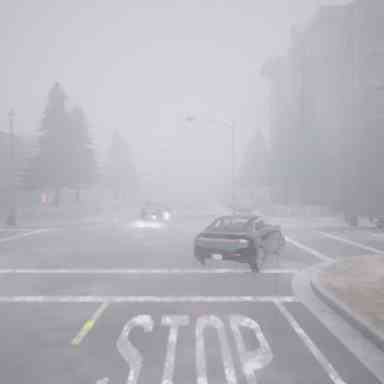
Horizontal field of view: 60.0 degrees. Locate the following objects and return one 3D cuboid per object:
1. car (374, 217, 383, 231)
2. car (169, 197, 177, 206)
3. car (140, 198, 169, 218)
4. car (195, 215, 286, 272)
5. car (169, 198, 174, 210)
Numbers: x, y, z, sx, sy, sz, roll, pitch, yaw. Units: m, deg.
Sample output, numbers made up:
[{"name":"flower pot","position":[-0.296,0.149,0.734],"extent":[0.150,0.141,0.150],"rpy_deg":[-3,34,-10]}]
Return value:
[{"name":"car","position":[12.422,1.623,17.673],"extent":[4.718,1.301,1.895],"rpy_deg":[0,0,1]},{"name":"car","position":[-3.499,1.642,55.557],"extent":[1.812,1.442,4.674],"rpy_deg":[0,0,0]},{"name":"car","position":[-3.589,1.556,30.656],"extent":[2.128,1.511,4.902],"rpy_deg":[0,0,0]},{"name":"car","position":[1.755,1.515,11.101],"extent":[2.128,1.511,4.902],"rpy_deg":[-1,0,26]},{"name":"car","position":[-3.586,1.686,40.601],"extent":[1.895,1.301,4.718],"rpy_deg":[0,0,0]}]
